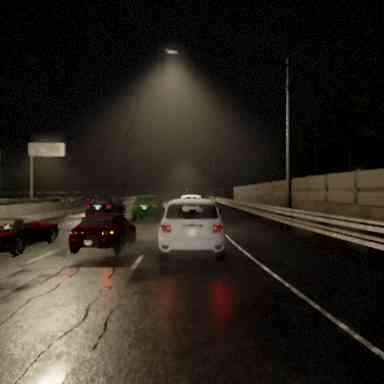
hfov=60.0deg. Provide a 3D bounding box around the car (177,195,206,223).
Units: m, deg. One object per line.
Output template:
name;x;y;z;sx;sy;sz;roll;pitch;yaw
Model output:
car;-0.053;1.282;27.615;2.150;2.045;5.566;0;0;0

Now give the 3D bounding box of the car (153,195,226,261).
car;0.014;1.250;12.575;2.150;2.045;5.566;0;0;0

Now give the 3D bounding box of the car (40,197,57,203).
car;-24.903;1.609;58.632;1.882;1.535;5.008;0;0;0

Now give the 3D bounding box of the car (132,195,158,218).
car;-3.552;1.283;27.606;2.150;2.045;5.566;0;0;0

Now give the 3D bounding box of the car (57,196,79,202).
car;-21.417;1.484;58.801;2.097;1.767;4.553;0;0;0

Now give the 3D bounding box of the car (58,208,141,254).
car;-3.477;1.555;13.499;1.812;1.442;4.674;0;-1;0

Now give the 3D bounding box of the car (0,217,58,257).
car;-6.983;1.628;13.062;1.895;1.301;4.718;0;0;0

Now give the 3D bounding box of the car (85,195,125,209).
car;-7.053;1.282;27.535;2.150;2.045;5.566;0;0;0
